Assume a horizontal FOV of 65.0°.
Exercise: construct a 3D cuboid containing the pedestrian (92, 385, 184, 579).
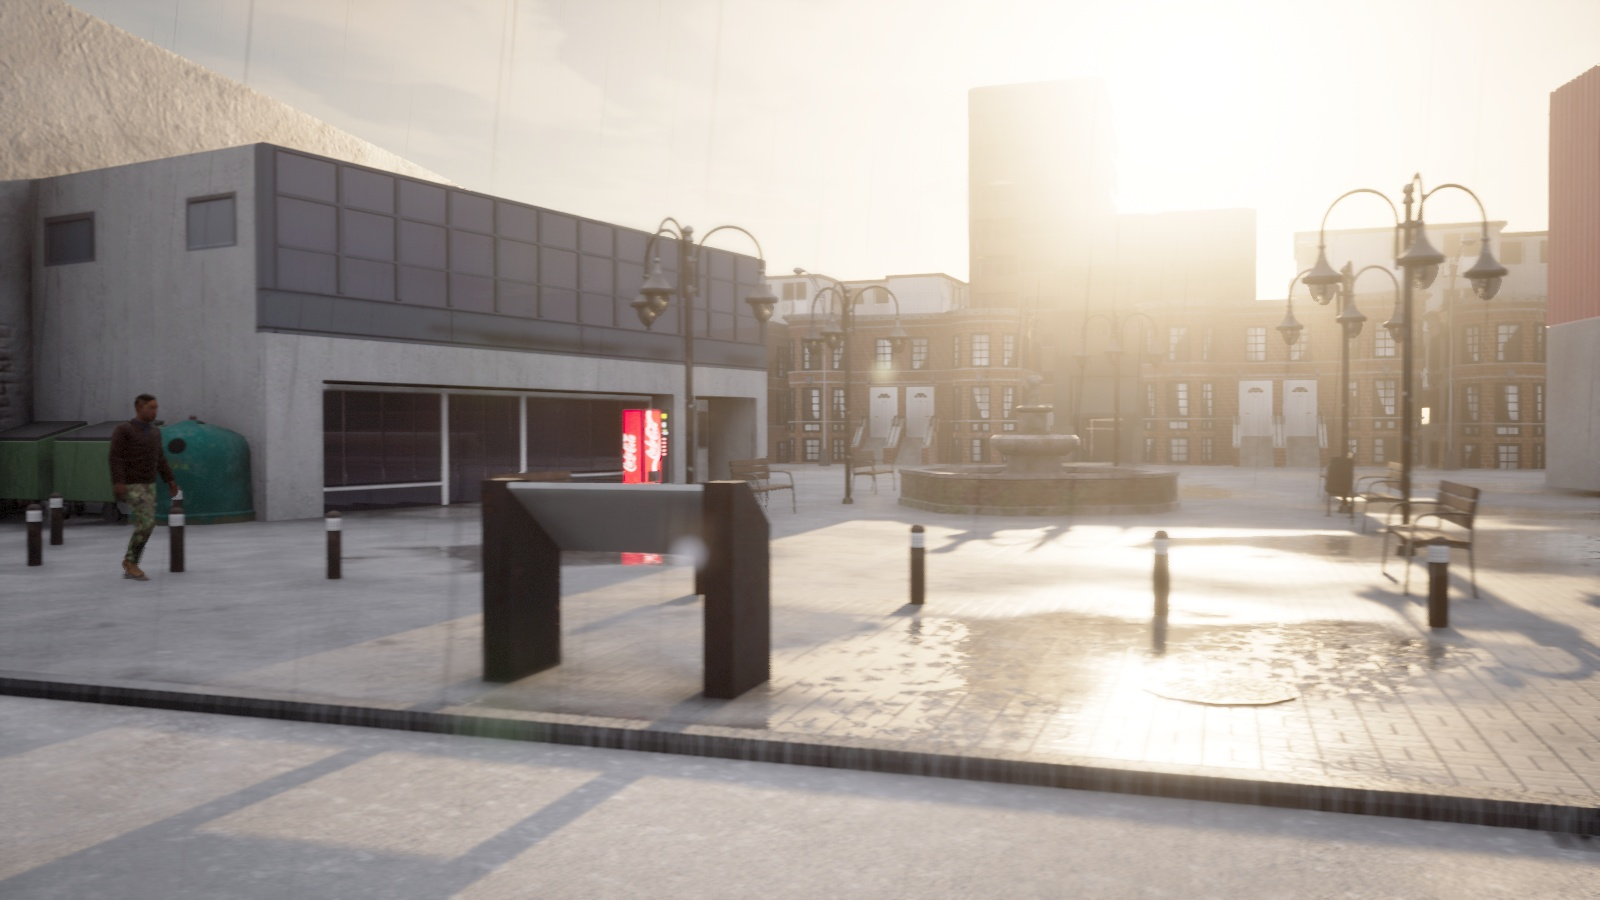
[{"bbox_3d":[-6.440,0.297,12.227,0.703,1.840,0.431,1,1,20],"label":"pedestrian"}]
